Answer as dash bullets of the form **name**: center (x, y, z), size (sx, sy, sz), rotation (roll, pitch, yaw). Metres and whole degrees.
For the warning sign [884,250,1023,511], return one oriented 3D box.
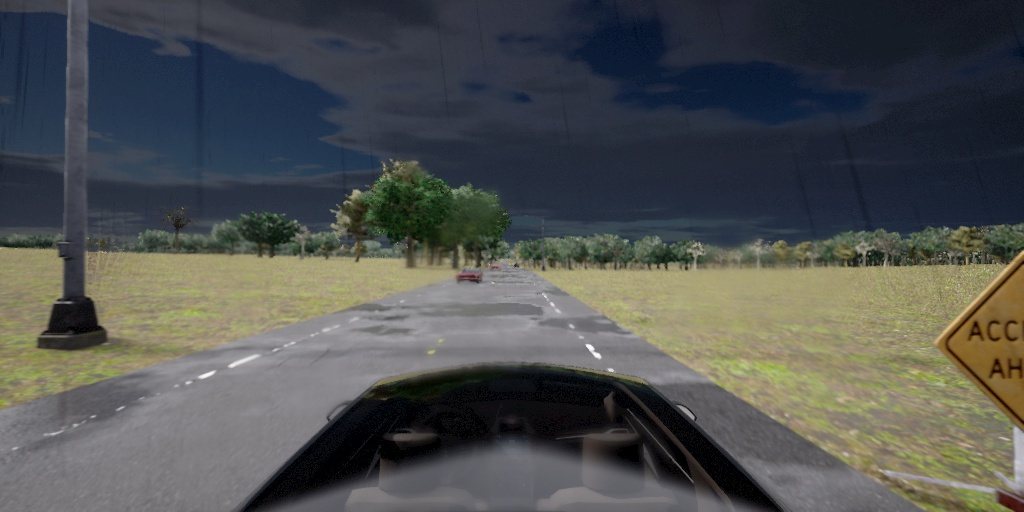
- **warning sign**: center (3.548, 0.875, 2.466), size (1.300, 1.860, 1.060), rotation (0, 0, 0)

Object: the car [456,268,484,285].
- **car**: center (-3.490, 1.661, 30.149), size (1.895, 1.301, 4.718), rotation (0, -1, 0)
